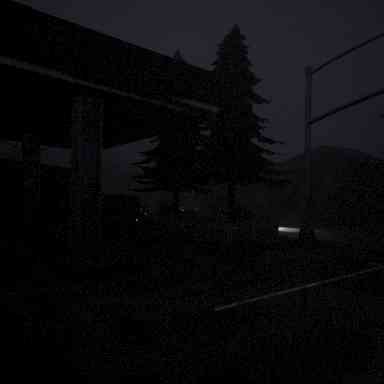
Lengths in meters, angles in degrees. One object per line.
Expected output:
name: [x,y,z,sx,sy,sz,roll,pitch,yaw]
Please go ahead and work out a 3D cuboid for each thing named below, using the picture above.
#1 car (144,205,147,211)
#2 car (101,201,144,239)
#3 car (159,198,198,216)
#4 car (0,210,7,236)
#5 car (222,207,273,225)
car: [-7.515,1.664,41.302,2.033,1.411,5.357,1,0,-35]
car: [-4.562,1.445,18.268,1.905,1.878,3.866,1,0,-36]
car: [-1.365,1.541,32.638,2.097,1.767,4.553,1,0,-36]
car: [-11.694,1.519,18.449,2.242,1.667,4.611,1,0,-36]
car: [4.057,1.816,24.997,1.994,1.385,4.181,1,0,-35]
